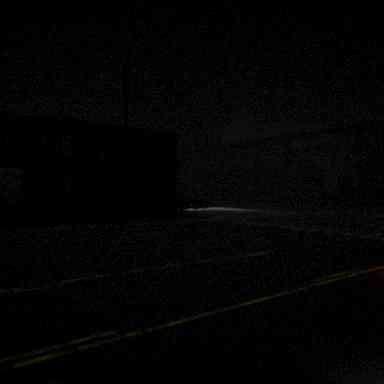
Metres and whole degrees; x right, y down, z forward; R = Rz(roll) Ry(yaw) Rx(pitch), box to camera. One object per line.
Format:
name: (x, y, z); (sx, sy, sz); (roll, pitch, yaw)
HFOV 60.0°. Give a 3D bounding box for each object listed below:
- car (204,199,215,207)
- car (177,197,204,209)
car: (1.225, 1.519, 47.780); (1.895, 1.301, 4.718); (0, 0, -35)
car: (-0.896, 1.423, 44.720); (1.837, 1.490, 4.892); (0, 0, -35)
